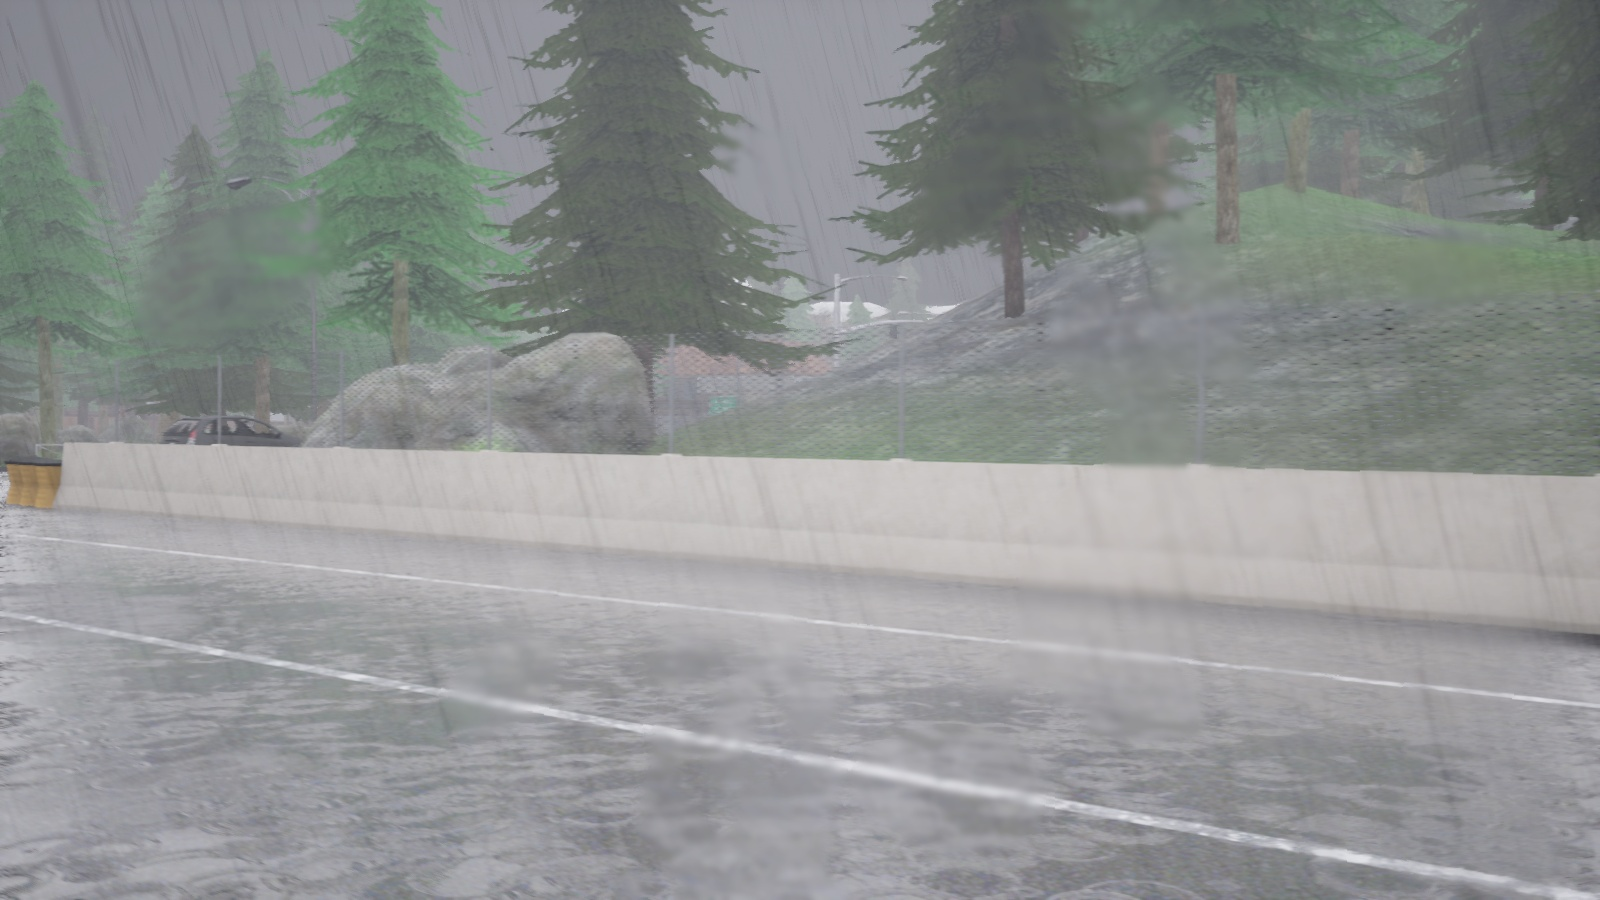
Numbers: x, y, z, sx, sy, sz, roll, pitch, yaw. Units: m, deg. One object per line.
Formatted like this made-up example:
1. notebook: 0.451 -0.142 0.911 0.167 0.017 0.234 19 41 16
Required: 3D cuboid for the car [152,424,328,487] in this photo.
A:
1. car: -15.243 0.108 34.346 1.851 1.617 3.988 0 1 34
